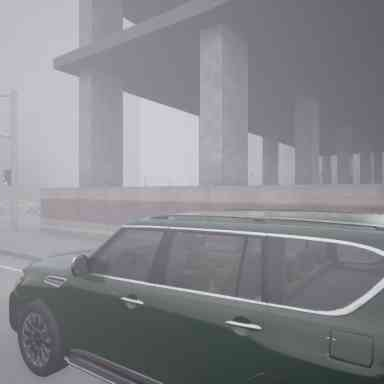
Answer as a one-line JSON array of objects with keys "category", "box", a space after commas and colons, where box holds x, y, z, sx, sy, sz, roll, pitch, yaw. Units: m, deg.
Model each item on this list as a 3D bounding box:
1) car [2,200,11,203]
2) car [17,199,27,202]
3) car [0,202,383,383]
[{"category": "car", "box": [-18.332, 1.533, 33.759, 1.882, 1.535, 5.008, 0, 0, 36]}, {"category": "car", "box": [-14.282, 1.547, 33.407, 2.128, 1.511, 4.902, 0, 0, 36]}, {"category": "car", "box": [0.130, 1.221, 3.890, 5.566, 2.045, 2.150, 0, 0, 35]}]
